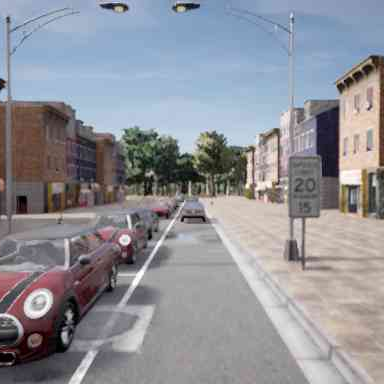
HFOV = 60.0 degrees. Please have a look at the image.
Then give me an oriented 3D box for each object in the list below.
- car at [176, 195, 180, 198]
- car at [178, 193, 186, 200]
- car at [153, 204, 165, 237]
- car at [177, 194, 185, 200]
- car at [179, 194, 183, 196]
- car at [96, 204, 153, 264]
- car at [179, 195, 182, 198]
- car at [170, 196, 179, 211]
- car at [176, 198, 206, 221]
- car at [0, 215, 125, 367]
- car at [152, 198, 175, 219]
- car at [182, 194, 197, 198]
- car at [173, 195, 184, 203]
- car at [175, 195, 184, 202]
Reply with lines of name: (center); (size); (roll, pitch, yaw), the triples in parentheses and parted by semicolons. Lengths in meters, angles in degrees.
car: (-2.670, 1.390, 38.476); (1.887, 1.381, 4.507); (-1, 0, 0)
car: (-2.703, 1.129, 87.389); (1.967, 1.590, 4.097); (-1, 0, 0)
car: (-2.655, 1.492, 16.736); (1.947, 1.339, 4.313); (-1, 0, 0)
car: (-2.698, 1.271, 81.954); (1.947, 1.339, 4.313); (-1, 0, 0)
car: (-2.684, 1.322, 60.215); (2.008, 1.369, 4.403); (-1, 0, 0)
car: (-2.653, 1.389, 11.301); (1.967, 1.590, 4.097); (-1, 0, 0)
car: (-2.673, 1.392, 43.911); (1.947, 1.339, 4.313); (-1, 0, 0)
car: (-2.666, 1.415, 33.041); (2.008, 1.369, 4.403); (-1, 0, 0)
car: (0.086, 1.441, 25.667); (2.033, 1.411, 5.357); (0, 0, 0)
car: (-2.650, 1.412, 5.867); (1.967, 1.590, 4.097); (-1, 0, 0)
car: (-2.663, 1.429, 27.606); (1.887, 1.381, 4.507); (-1, 0, 0)
car: (0.059, 1.296, 50.175); (2.128, 1.511, 4.902); (0, 0, 0)
car: (-2.687, 1.320, 65.649); (1.947, 1.339, 4.313); (-1, 0, 0)
car: (-2.691, 1.319, 71.084); (1.802, 1.307, 4.206); (-1, 0, 0)
